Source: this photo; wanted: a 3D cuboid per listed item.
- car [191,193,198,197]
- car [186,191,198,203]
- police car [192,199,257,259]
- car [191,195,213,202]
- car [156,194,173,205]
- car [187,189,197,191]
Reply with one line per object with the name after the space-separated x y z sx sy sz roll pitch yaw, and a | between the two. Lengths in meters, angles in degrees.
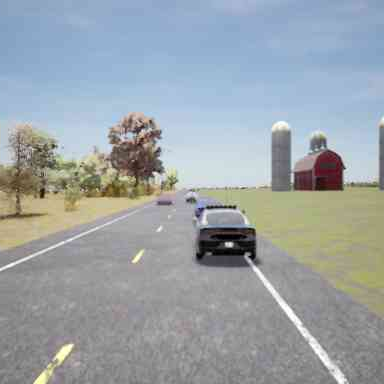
1.064 1.128 27.974 1.837 1.490 4.892 0 1 0 | car
0.037 0.910 50.593 1.895 1.301 4.718 0 1 0 | car
1.056 1.263 12.084 1.930 1.638 5.238 0 1 0 | police car
1.061 1.182 21.974 1.882 1.535 5.008 0 1 0 | car
-3.543 0.938 43.150 1.812 1.442 4.674 0 1 0 | car
0.033 0.364 63.311 2.150 2.045 5.566 0 1 0 | car
